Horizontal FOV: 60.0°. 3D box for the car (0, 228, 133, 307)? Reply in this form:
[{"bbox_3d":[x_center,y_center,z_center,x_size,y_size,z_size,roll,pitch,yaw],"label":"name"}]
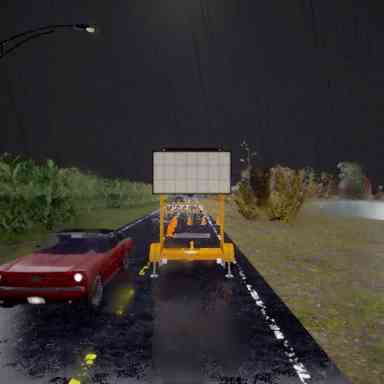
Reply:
[{"bbox_3d":[-2.755,1.605,8.072,1.895,1.301,4.718,0,0,0],"label":"car"}]

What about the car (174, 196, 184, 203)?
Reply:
[{"bbox_3d":[-2.768,1.673,70.494,1.812,1.442,4.674,0,0,0],"label":"car"}]

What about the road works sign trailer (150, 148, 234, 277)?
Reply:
[{"bbox_3d":[-0.004,0.471,10.218,2.380,3.560,2.880,0,0,0],"label":"road works sign trailer"}]
